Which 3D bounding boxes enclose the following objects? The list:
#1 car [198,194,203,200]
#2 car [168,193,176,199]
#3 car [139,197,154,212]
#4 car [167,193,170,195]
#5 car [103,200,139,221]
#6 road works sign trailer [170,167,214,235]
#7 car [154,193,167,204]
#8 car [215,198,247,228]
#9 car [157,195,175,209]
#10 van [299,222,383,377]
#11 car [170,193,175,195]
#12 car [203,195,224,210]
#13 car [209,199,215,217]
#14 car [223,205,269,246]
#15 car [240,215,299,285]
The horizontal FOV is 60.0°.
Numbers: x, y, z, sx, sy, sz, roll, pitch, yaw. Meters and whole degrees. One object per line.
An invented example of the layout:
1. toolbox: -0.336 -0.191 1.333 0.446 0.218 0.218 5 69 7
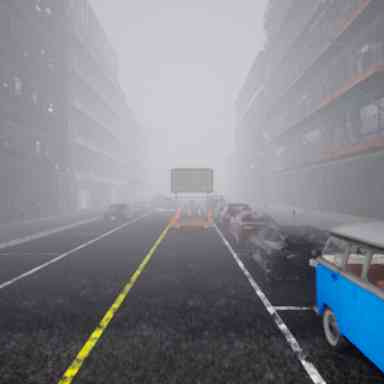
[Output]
1. car: 2.707 1.313 88.327 1.752 1.417 4.829 0 0 0
2. car: -5.672 1.213 93.798 1.967 1.590 4.097 0 0 0
3. car: -5.682 1.443 37.264 1.752 1.417 4.829 0 0 0
4. car: -5.677 1.176 59.980 2.192 1.841 5.009 0 0 0
5. car: -5.684 1.510 26.161 1.947 1.339 4.313 0 0 0
6. road works sign trailer: 0.003 0.425 18.651 2.380 3.560 2.880 0 0 0
7. car: -5.679 1.316 54.344 1.967 1.590 4.097 0 0 0
8. car: 2.696 1.397 20.520 1.967 1.590 4.097 0 0 0
9. car: -3.081 1.428 43.422 1.812 1.442 4.674 0 0 0
10. van: 2.693 1.334 3.611 1.690 1.788 3.998 0 0 0
11. car: -5.672 1.103 88.162 2.192 1.841 5.009 0 0 0
12. car: 2.700 1.232 37.429 2.192 1.841 5.009 0 0 0
13. car: 2.697 1.495 26.156 2.008 1.369 4.403 0 0 0
14. car: 2.695 1.514 14.884 1.887 1.381 4.507 0 0 0
15. car: 2.693 1.547 9.248 1.947 1.339 4.313 0 0 0
